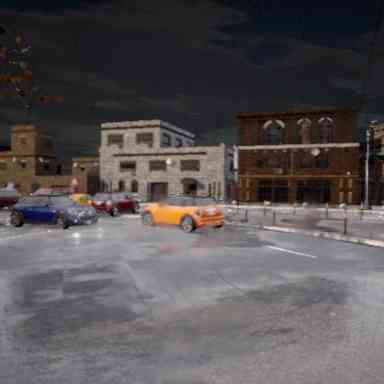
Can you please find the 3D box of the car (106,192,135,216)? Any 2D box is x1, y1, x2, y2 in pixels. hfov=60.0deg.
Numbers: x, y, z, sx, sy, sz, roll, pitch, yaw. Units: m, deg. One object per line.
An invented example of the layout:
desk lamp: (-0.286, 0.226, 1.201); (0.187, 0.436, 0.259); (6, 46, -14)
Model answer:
car: (-5.727, 0.773, 24.831); (2.185, 1.767, 4.553); (0, 1, 19)

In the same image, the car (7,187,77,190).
car: (-11.360, 0.652, 26.761); (2.435, 2.045, 5.566); (0, 1, 19)

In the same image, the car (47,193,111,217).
car: (-8.589, 0.900, 25.842); (2.097, 1.535, 5.008); (0, 1, 19)

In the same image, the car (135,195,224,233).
car: (-0.588, 0.935, 16.930); (2.097, 1.767, 4.553); (-2, 2, -44)

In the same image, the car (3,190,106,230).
car: (-7.236, 0.927, 17.553); (4.553, 1.767, 2.097); (0, 1, 22)

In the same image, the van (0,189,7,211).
van: (-17.239, 0.719, 28.706); (1.878, 1.987, 4.442); (-1, 1, 19)
